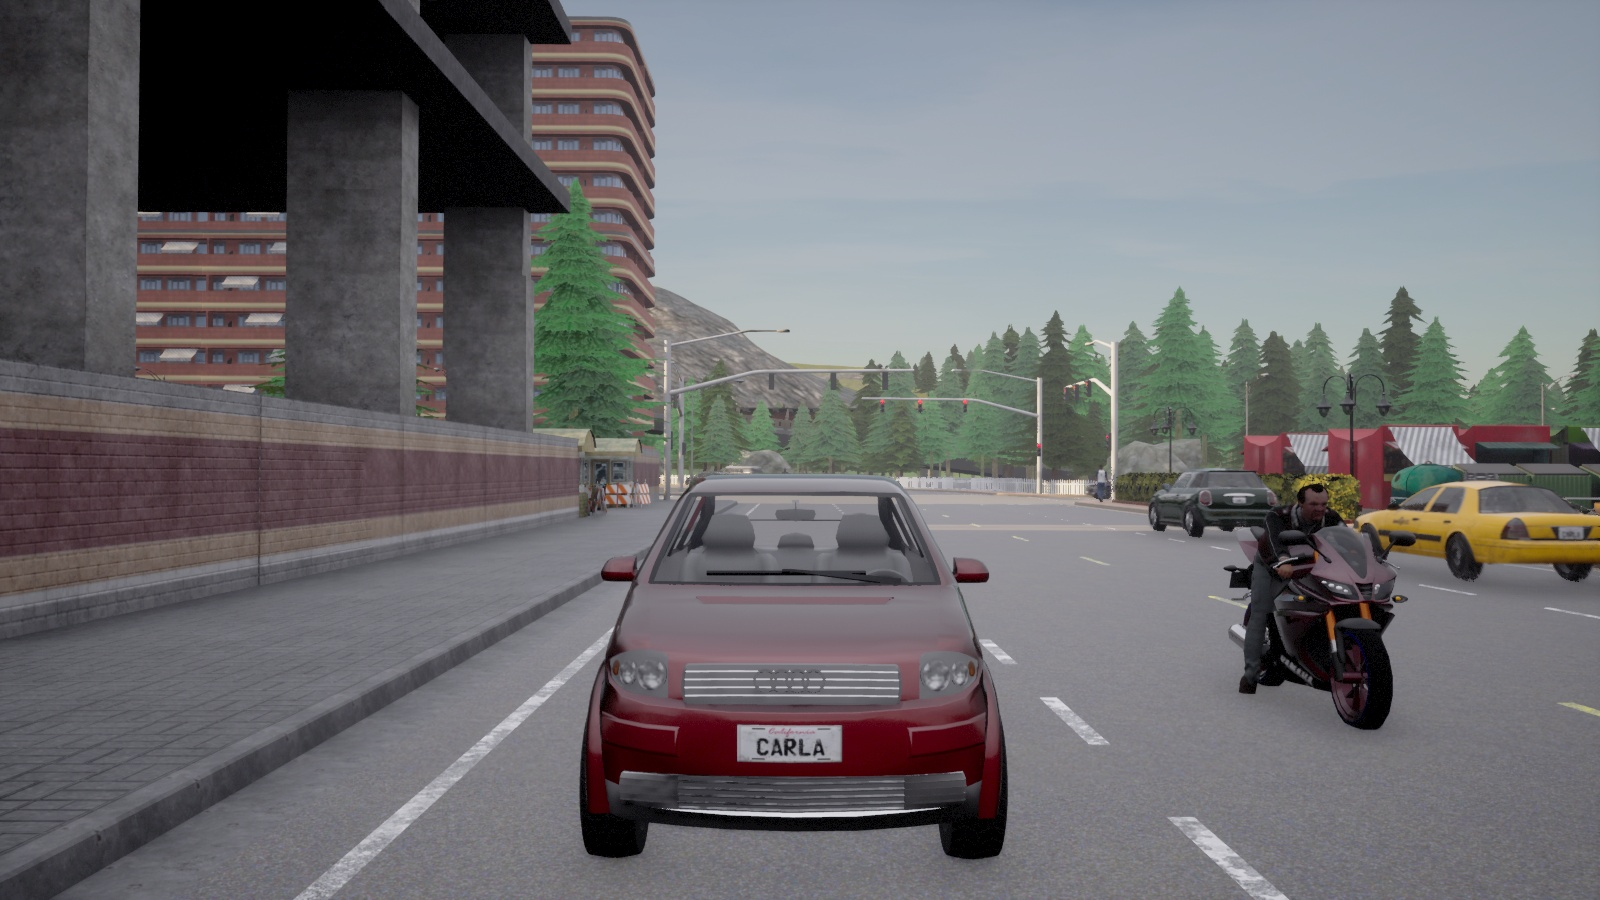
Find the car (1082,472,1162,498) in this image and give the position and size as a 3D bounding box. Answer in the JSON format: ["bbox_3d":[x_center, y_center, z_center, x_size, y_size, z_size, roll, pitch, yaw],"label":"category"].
[{"bbox_3d":[18.896,2.044,73.762,4.193,1.474,1.816,0,-1,0],"label":"car"}]

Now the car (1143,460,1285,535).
[{"bbox_3d":[10.412,1.167,31.977,2.097,1.767,4.553,0,-1,0],"label":"car"}]

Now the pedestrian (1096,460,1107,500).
[{"bbox_3d":[14.049,1.393,58.536,0.354,1.836,0.706,0,-1,3],"label":"pedestrian"}]

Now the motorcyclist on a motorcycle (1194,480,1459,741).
[{"bbox_3d":[3.476,0.979,8.565,0.866,1.530,2.191,0,-1,0],"label":"motorcyclist on a motorcycle"}]

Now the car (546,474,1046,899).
[{"bbox_3d":[-0.016,0.900,6.363,1.789,1.549,3.705,0,-1,0],"label":"car"}]

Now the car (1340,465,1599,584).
[{"bbox_3d":[10.446,1.038,19.463,1.801,1.575,5.366,0,-1,0],"label":"car"}]
